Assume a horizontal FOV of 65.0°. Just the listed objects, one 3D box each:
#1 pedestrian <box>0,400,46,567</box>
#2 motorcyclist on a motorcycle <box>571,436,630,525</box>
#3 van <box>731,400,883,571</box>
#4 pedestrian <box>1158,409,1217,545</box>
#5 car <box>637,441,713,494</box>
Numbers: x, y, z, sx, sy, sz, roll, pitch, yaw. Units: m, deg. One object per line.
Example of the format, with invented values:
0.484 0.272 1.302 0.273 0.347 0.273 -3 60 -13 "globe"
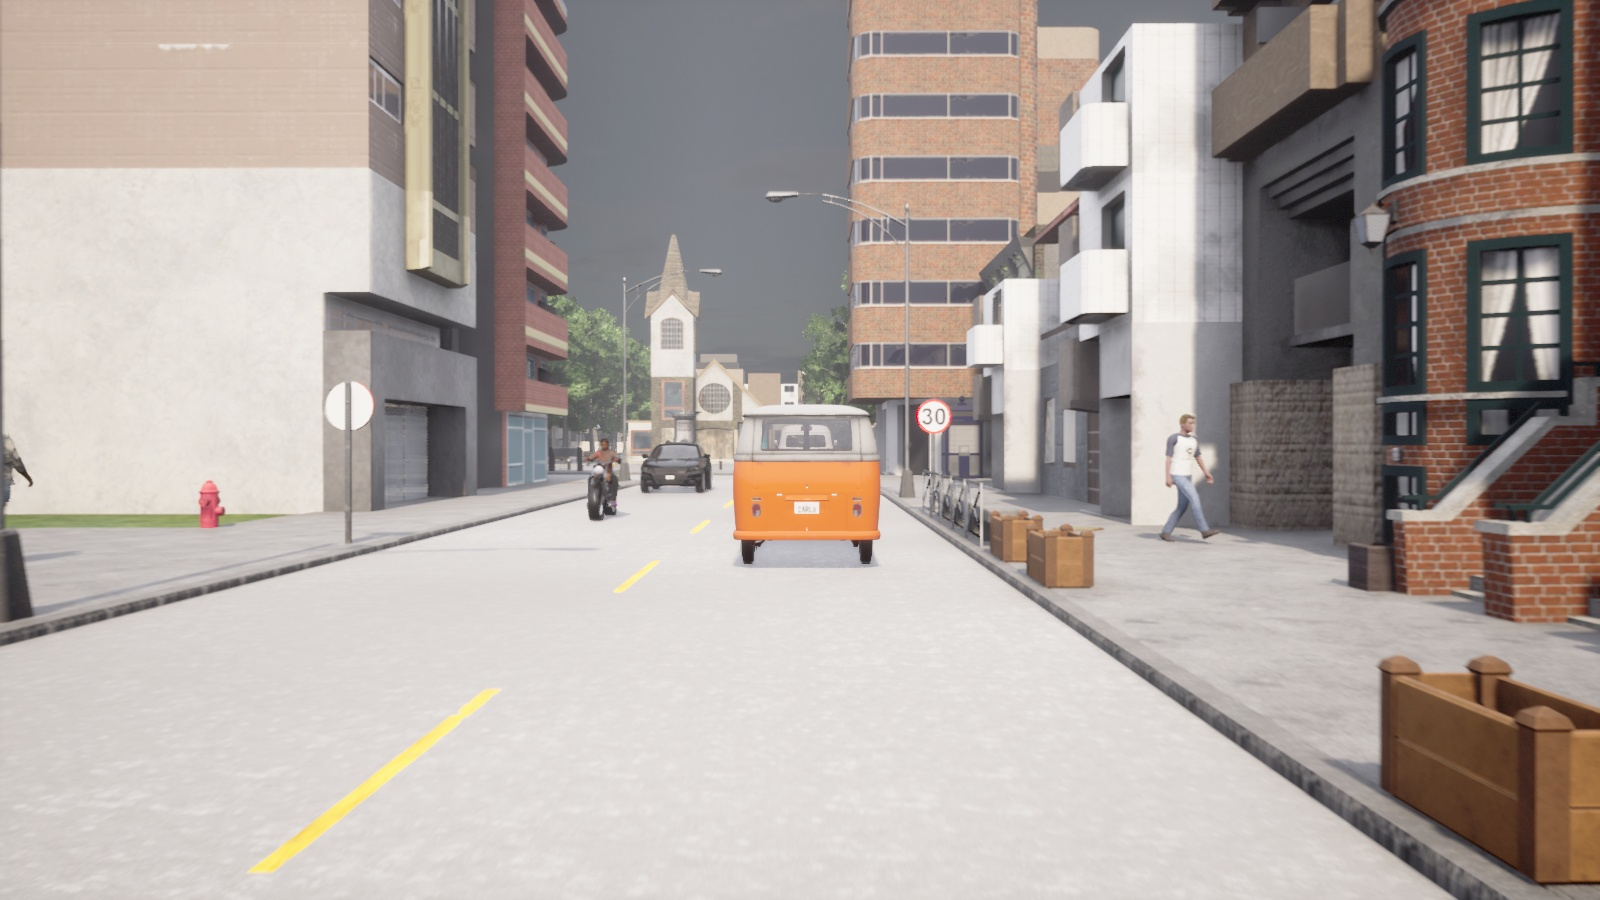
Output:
-9.321 0.368 14.336 0.874 1.855 0.900 0 0 0 "pedestrian"
-3.878 0.555 24.568 0.766 1.649 2.350 0 0 0 "motorcyclist on a motorcycle"
0.088 0.404 16.837 1.775 1.987 4.442 0 0 0 "van"
5.327 0.363 17.293 0.354 1.836 0.706 0 0 -34 "pedestrian"
-3.789 0.503 38.782 1.882 1.535 5.008 0 0 0 "car"
